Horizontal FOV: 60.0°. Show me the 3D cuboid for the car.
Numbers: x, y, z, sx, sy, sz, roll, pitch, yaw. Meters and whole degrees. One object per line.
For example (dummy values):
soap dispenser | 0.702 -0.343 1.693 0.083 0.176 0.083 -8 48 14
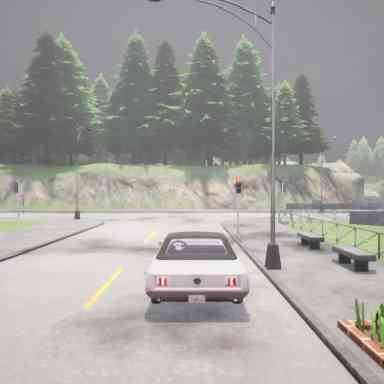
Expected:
car | 0.095 1.601 8.098 1.895 1.301 4.718 0 0 0
